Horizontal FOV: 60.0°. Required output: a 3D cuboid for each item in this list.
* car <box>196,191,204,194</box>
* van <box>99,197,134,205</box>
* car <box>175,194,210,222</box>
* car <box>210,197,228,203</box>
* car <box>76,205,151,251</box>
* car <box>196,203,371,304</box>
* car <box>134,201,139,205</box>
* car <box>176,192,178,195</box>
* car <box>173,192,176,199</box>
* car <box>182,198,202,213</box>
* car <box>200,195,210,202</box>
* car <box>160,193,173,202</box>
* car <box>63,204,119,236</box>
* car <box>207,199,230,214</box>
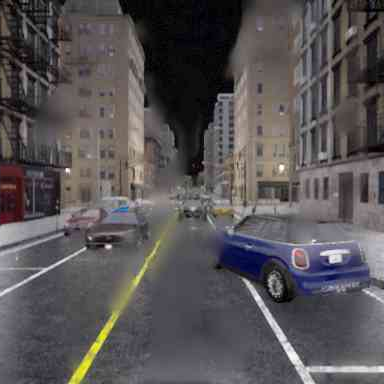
[{"bbox_3d":[2.601,1.102,83.581,1.967,1.590,4.097,0,0,0],"label":"car"},{"bbox_3d":[-5.402,1.247,23.162,1.690,1.788,3.998,0,0,0],"label":"van"},{"bbox_3d":[0.067,1.248,25.653,2.097,1.767,4.553,0,0,0],"label":"car"},{"bbox_3d":[2.631,1.409,28.743,1.752,1.417,4.829,0,0,0],"label":"car"},{"bbox_3d":[-2.857,1.490,14.078,2.033,1.411,5.357,0,0,0],"label":"car"},{"bbox_3d":[2.020,1.317,8.466,2.097,1.767,4.553,0,0,-21],"label":"car"},{"bbox_3d":[-5.403,1.435,28.569,2.008,1.369,4.403,0,0,0],"label":"car"},{"bbox_3d":[-5.426,1.188,89.257,2.008,1.369,4.403,0,0,0],"label":"car"},{"bbox_3d":[-5.422,1.251,77.894,1.947,1.339,4.313,0,0,0],"label":"car"},{"bbox_3d":[0.003,1.422,35.315,1.994,1.385,4.181,0,0,0],"label":"car"},{"bbox_3d":[2.608,1.315,66.537,1.802,1.307,4.206,0,0,0],"label":"car"},{"bbox_3d":[-5.417,1.259,66.362,1.752,1.417,4.829,0,0,0],"label":"car"},{"bbox_3d":[-5.401,1.510,17.757,1.802,1.307,4.206,0,0,0],"label":"car"},{"bbox_3d":[2.624,1.414,33.979,2.008,1.369,4.403,0,0,0],"label":"car"}]
